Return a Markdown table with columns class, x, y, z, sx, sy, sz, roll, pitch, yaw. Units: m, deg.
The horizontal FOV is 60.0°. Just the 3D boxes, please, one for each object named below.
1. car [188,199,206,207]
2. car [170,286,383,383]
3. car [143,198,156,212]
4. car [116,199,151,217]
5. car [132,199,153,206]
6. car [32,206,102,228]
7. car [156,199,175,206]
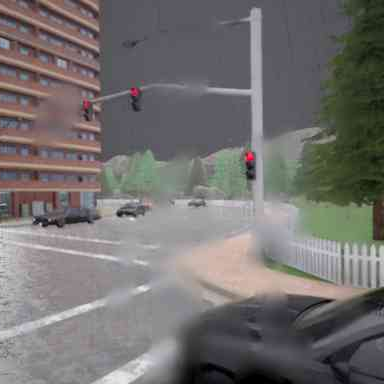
| class | x | y | z | sx | sy | sz | roll | pitch | yaw |
| --- | --- | --- | --- | --- | --- | --- | --- | --- | --- |
| car | 0.844 | 1.878 | 57.207 | 1.812 | 1.442 | 4.674 | 0 | 0 | -23 |
| car | 2.076 | 1.473 | 2.541 | 5.008 | 1.535 | 1.882 | -1 | 0 | 36 |
| car | -6.411 | 1.687 | 44.526 | 2.097 | 1.767 | 4.553 | -1 | 0 | -11 |
| car | -6.121 | 1.804 | 34.228 | 2.033 | 1.411 | 5.357 | -1 | 0 | 7 |
| car | -10.070 | 2.066 | 67.568 | 4.674 | 1.442 | 1.812 | -1 | -1 | 44 |
| car | -8.952 | 1.761 | 24.412 | 2.033 | 1.411 | 5.357 | -1 | 0 | 24 |
| car | -5.784 | 2.048 | 68.120 | 2.033 | 1.411 | 5.357 | 0 | -1 | -42 |
